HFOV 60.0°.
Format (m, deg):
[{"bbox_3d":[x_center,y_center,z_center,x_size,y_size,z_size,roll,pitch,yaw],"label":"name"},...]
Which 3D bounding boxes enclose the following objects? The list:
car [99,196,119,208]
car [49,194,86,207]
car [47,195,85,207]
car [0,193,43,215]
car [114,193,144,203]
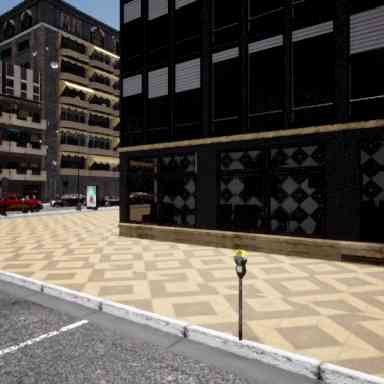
[{"bbox_3d":[-9.205,1.072,37.851,1.947,1.339,4.313,1,2,35],"label":"car"},{"bbox_3d":[-14.592,1.008,40.274,2.128,1.511,4.902,0,1,35],"label":"car"},{"bbox_3d":[-16.101,1.074,42.613,1.802,1.307,4.206,1,2,35],"label":"car"},{"bbox_3d":[-15.576,1.029,28.763,2.192,1.841,5.009,1,2,35],"label":"car"},{"bbox_3d":[-9.730,0.834,51.692,2.008,1.369,4.403,2,2,35],"label":"car"}]
